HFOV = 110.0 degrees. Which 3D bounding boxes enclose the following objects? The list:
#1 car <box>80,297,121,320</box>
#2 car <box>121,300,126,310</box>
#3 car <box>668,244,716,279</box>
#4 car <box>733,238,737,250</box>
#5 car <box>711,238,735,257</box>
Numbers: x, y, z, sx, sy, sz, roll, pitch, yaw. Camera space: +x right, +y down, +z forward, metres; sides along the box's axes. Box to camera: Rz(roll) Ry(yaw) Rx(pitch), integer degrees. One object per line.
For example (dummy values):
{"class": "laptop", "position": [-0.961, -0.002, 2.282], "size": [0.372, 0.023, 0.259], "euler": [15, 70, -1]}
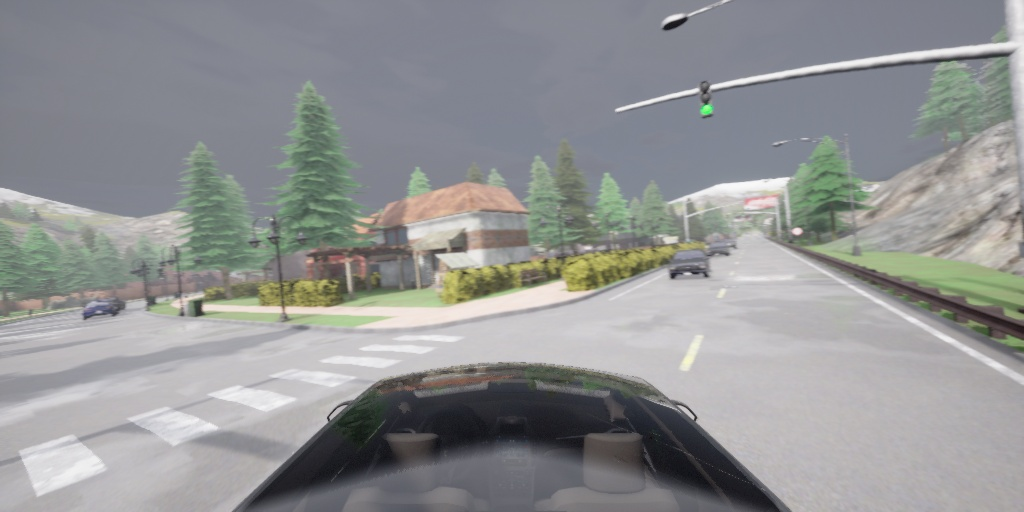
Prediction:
{"class": "car", "position": [-36.175, 4.667, 31.550], "size": [4.674, 1.442, 1.812], "euler": [-5, 0, 45]}
{"class": "car", "position": [-43.686, 5.303, 39.049], "size": [2.128, 1.511, 4.902], "euler": [-5, 0, -41]}
{"class": "car", "position": [9.757, 0.341, 19.605], "size": [2.033, 1.411, 5.357], "euler": [-5, 0, 30]}
{"class": "car", "position": [29.489, -1.660, 48.841], "size": [2.128, 1.511, 4.902], "euler": [-5, 0, 34]}
{"class": "car", "position": [20.321, -0.672, 35.255], "size": [2.033, 1.411, 5.357], "euler": [-5, 0, 34]}
